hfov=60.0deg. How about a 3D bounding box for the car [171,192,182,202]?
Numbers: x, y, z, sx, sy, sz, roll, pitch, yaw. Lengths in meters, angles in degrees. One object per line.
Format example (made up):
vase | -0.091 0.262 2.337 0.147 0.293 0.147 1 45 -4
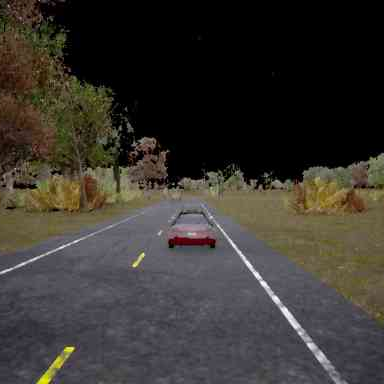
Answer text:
car | -3.500 1.129 75.898 2.150 2.045 5.566 0 0 0

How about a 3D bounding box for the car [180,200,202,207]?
car | 0.000 1.601 29.682 1.895 1.301 4.718 0 0 0

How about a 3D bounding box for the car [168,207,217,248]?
car | 0.000 1.565 14.651 1.994 1.385 4.181 0 0 0
